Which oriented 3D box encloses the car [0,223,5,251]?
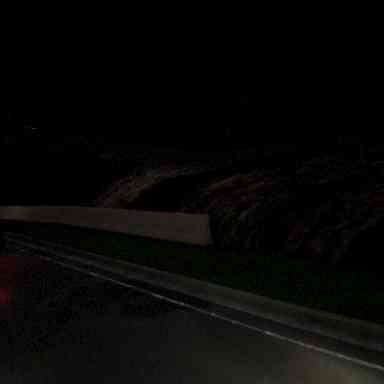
[{"bbox_3d":[-9.117,1.349,13.015,4.553,1.767,2.097,0,0,44],"label":"car"}]
